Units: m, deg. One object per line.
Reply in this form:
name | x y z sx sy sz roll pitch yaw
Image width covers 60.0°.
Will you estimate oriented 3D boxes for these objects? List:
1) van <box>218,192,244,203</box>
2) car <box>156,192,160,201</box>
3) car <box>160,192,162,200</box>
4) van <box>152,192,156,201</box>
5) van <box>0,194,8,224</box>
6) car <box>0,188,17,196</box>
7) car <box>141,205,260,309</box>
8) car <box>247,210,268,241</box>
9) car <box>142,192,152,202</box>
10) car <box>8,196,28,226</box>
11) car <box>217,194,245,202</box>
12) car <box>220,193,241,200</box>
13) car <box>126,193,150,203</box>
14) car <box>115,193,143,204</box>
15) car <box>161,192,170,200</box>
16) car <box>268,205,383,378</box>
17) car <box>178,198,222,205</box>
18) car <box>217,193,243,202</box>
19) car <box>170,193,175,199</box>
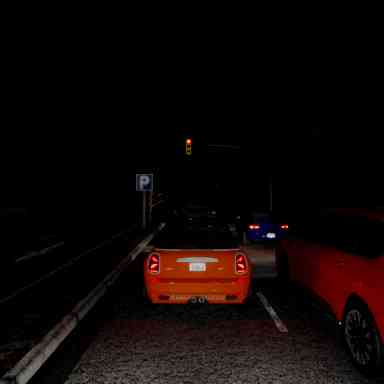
van | 7.158 1.037 62.955 4.442 1.987 1.878 1 0 -14
car | -10.157 1.315 72.280 4.892 1.521 2.231 -1 0 -14
car | -9.791 1.353 75.276 4.674 1.452 2.002 -1 0 -13
van | -10.379 1.087 69.309 4.442 1.987 1.878 -1 0 -14
van | -13.640 1.294 19.534 4.442 1.987 1.878 -1 0 -20
car | -28.267 0.132 51.157 2.002 1.452 4.674 6 -3 -20
car | 0.102 1.363 8.077 2.097 1.767 4.553 0 0 0
car | 3.132 1.547 15.382 1.812 1.442 4.674 0 0 0
car | -10.926 1.309 63.316 5.366 1.575 1.946 -1 0 -15
car | -13.671 1.401 22.512 4.553 1.767 2.185 -1 0 -19
car | 8.065 1.258 68.920 5.366 1.575 1.946 1 0 -13
car | 9.296 1.122 80.628 4.553 1.767 2.185 1 0 -12
car | -10.838 1.190 66.268 4.553 1.767 2.185 -1 0 -14
car | -11.565 1.353 60.322 4.792 1.488 2.163 -1 0 -15
car | -8.622 1.350 84.263 4.674 1.452 2.002 -1 0 -12
car | 3.100 1.229 5.688 2.150 2.045 5.566 0 0 -1
car | 0.142 1.377 16.723 2.097 1.767 4.553 0 0 0
car | 7.535 1.135 65.925 4.553 1.767 2.185 1 0 -14
car | -8.177 1.057 87.270 5.566 2.045 2.435 -1 0 -12
